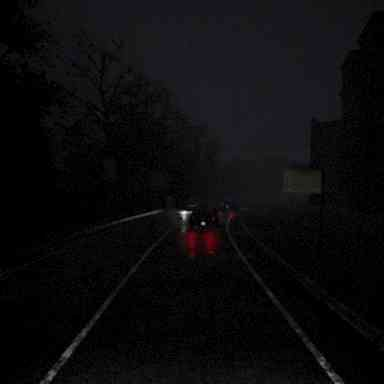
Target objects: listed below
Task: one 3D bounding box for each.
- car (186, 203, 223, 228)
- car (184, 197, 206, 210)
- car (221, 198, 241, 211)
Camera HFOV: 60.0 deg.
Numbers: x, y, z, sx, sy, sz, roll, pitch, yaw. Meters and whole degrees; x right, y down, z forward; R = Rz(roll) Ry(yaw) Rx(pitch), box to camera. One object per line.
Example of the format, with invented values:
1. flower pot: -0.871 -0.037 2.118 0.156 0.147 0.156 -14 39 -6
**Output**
1. car: 0.951 1.697 23.209 1.895 1.301 4.718 1 0 6
2. car: 0.450 1.378 39.469 1.837 1.490 4.892 1 1 16
3. car: 4.749 1.454 40.950 1.812 1.442 4.674 2 1 17
